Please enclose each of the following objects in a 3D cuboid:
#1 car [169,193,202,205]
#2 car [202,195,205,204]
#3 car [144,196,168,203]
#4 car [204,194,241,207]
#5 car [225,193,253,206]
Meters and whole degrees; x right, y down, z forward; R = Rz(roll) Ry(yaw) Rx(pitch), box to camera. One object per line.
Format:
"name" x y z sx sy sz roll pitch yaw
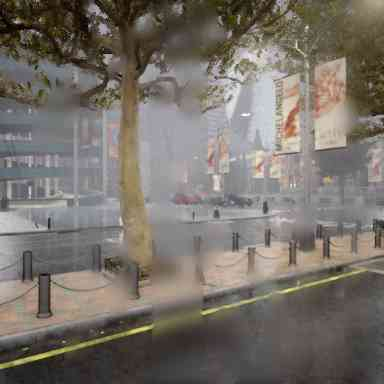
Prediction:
"car" -1.175 1.211 58.707 2.150 2.045 5.566 0 0 -36
"car" 1.486 1.340 60.933 2.097 1.767 4.553 0 0 -37
"car" -7.692 1.494 66.427 4.892 1.490 1.837 0 0 43
"car" 4.572 1.481 50.696 2.128 1.511 4.902 0 0 -35
"car" 7.184 1.210 53.067 2.150 2.045 5.566 0 0 -36
